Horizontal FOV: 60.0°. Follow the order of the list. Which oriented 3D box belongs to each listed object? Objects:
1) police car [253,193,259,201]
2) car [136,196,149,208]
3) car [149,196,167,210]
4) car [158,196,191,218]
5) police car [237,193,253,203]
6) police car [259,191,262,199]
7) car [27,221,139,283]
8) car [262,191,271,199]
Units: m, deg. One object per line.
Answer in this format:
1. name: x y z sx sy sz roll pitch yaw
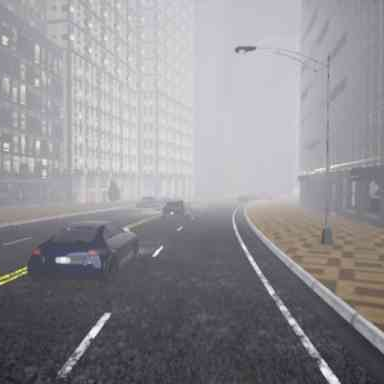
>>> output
1. police car: 12.121 1.148 69.598 1.930 1.638 5.238 1 0 18
2. car: -5.694 1.260 42.965 1.837 1.490 4.892 0 0 11
3. car: -3.068 1.281 39.199 2.128 1.511 4.902 0 0 10
4. car: -1.256 1.360 28.090 1.837 1.490 4.892 0 0 7
5. police car: 9.319 1.177 60.256 1.930 1.638 5.238 0 0 15
6. police car: 13.991 1.132 75.143 1.930 1.638 5.238 1 0 19
7. car: -2.837 1.509 9.553 1.994 1.385 4.181 0 0 3
8. car: 19.815 0.834 92.580 2.150 2.045 5.566 1 0 22
